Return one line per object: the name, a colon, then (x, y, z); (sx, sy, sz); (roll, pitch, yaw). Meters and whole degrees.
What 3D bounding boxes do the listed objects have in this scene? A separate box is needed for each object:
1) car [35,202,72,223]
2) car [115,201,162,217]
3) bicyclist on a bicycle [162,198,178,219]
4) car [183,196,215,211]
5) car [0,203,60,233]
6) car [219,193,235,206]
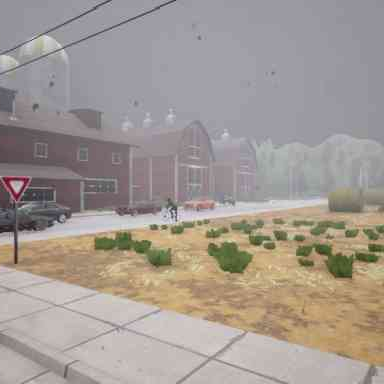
car: (-10.764, 1.478, 23.096); (1.837, 1.490, 4.892); (0, 0, 35)
car: (-4.979, 1.574, 31.447); (1.895, 1.301, 4.718); (0, 0, 35)
bicyclist on a bicycle: (-1.497, 1.274, 23.328); (1.656, 1.620, 0.582); (0, 0, 35)
car: (0.881, 1.325, 39.890); (2.097, 1.767, 4.553); (0, 0, 35)
car: (-9.889, 1.520, 17.242); (2.033, 1.411, 5.357); (0, 0, 28)
car: (5.734, 1.118, 54.102); (1.905, 1.878, 3.866); (6, 1, -8)
